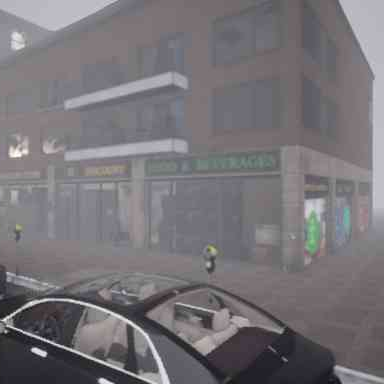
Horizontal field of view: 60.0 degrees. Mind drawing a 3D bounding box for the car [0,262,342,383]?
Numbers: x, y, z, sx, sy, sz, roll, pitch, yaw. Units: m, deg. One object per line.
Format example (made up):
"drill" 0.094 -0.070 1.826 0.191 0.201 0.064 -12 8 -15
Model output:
"car" -0.822 1.551 3.464 4.403 1.369 2.008 0 0 36
